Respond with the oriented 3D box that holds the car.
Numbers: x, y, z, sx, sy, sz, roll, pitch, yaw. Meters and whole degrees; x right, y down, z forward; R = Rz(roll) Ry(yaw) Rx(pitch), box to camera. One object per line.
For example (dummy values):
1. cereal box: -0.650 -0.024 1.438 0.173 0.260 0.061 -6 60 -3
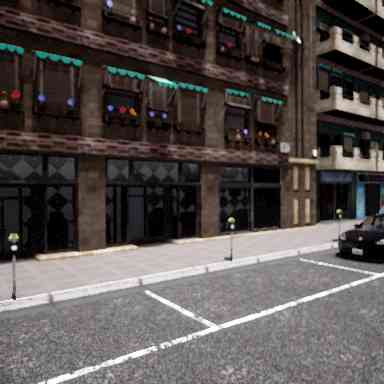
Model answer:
1. car: 6.835 1.428 11.443 4.313 1.339 1.947 -1 1 -36
